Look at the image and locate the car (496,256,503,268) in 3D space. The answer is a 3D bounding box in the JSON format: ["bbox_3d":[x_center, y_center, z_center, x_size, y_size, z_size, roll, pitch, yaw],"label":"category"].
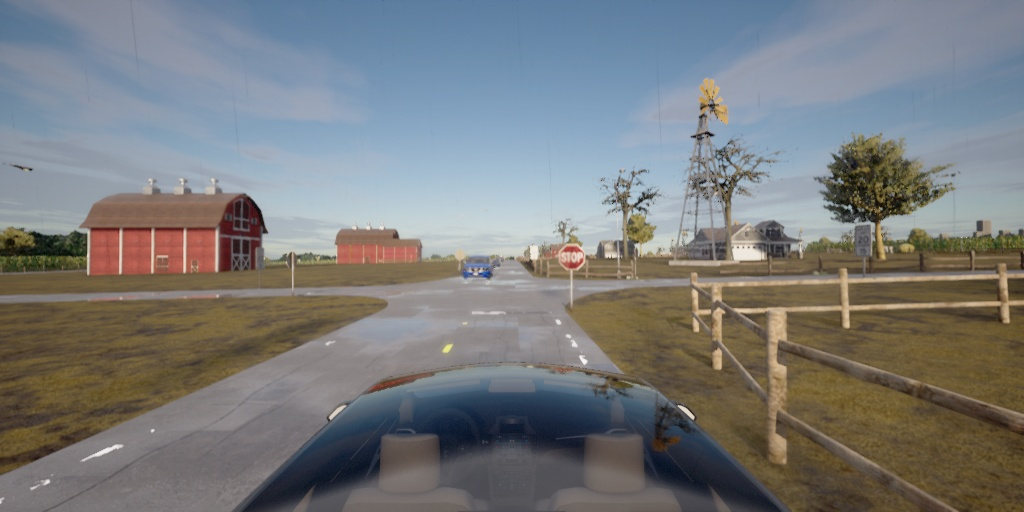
[{"bbox_3d":[-2.744,1.078,53.690,1.994,1.385,4.181,0,1,0],"label":"car"}]

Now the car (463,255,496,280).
[{"bbox_3d":[-2.747,0.943,29.940,2.150,2.045,5.566,0,1,0],"label":"car"}]
